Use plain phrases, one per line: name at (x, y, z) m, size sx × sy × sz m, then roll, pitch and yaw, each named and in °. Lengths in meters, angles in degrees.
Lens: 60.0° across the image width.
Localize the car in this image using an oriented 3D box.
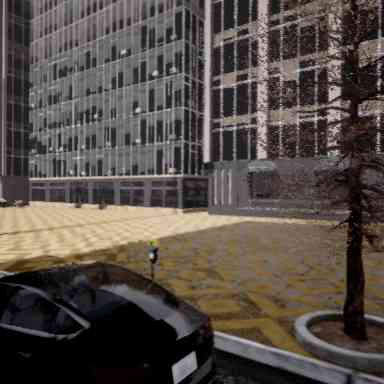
car at (-1.755, 1.566, 4.116) m, size 4.313 × 1.339 × 1.947 m, roll 0°, pitch 1°, yaw 36°
